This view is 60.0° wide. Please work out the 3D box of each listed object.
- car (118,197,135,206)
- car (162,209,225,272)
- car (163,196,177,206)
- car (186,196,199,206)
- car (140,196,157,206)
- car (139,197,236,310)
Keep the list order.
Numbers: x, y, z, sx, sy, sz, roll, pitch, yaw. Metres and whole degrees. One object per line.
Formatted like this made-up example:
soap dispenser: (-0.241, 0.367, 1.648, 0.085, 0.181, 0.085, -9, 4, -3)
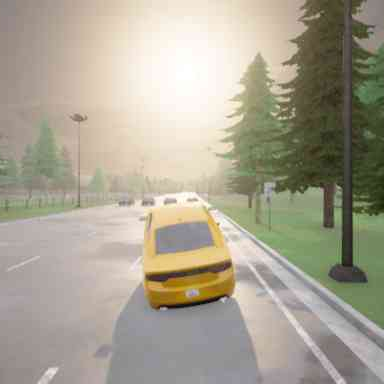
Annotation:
car: (-10.475, 1.432, 53.421, 2.033, 1.411, 5.357, 0, 0, 0)
car: (0.046, 1.534, 11.973, 1.812, 1.442, 4.674, 0, 2, 0)
car: (-3.475, 1.448, 53.417, 1.994, 1.385, 4.181, 0, 0, 0)
car: (0.025, 1.448, 53.416, 1.994, 1.385, 4.181, 0, 0, 0)
car: (-6.975, 1.432, 53.419, 2.033, 1.411, 5.357, 0, 0, 0)
car: (-0.271, 1.070, 8.425, 1.882, 1.535, 5.008, -8, 16, -4)
